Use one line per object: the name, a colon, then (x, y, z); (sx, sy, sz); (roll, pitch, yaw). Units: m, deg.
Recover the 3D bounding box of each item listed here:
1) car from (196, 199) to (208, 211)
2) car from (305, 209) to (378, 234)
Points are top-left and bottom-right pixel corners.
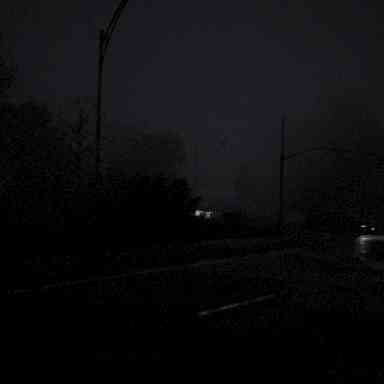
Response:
car: (0.911, 1.675, 44.444); (1.812, 1.442, 4.674); (2, 1, -16)
car: (9.851, 1.977, 22.268); (1.837, 1.490, 4.892); (2, 0, -28)
